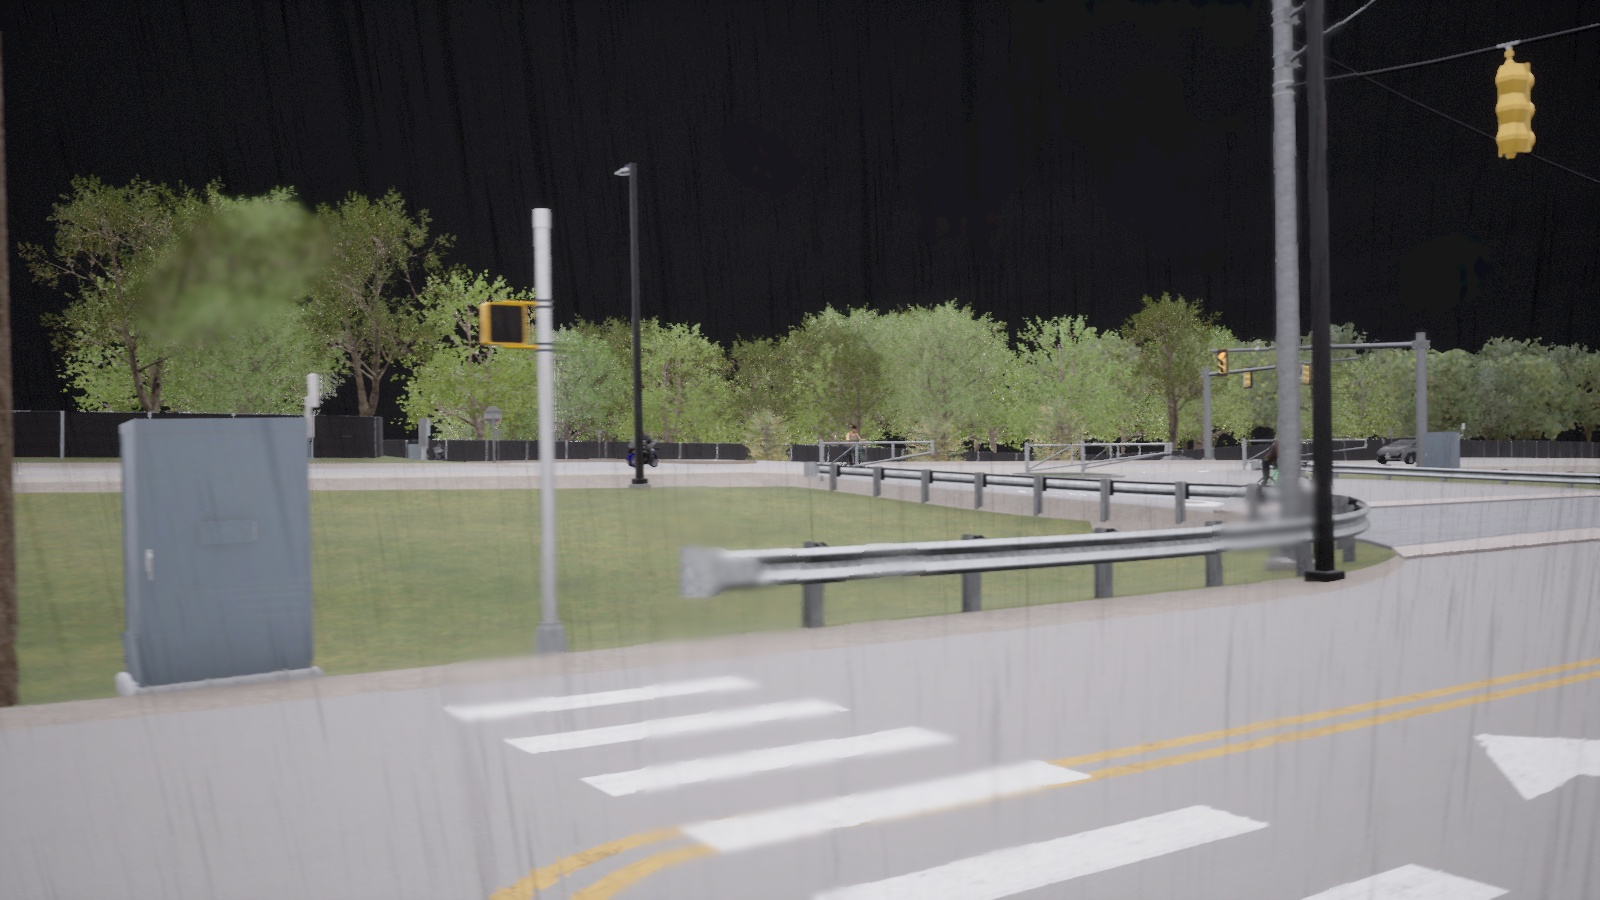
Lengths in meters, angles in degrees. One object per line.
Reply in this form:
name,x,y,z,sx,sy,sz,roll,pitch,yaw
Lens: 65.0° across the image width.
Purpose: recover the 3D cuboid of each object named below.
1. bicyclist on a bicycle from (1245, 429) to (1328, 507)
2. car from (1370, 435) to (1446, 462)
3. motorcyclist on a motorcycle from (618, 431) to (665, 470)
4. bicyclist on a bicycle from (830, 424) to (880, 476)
bicyclist on a bicycle,10.577,0.409,27.377,0.582,1.620,1.656,0,-3,-27
car,36.006,-0.096,74.343,4.514,1.525,2.007,0,0,-34
motorcyclist on a motorcycle,-6.412,0.034,50.925,0.866,1.530,2.191,-2,-1,23
bicyclist on a bicycle,1.766,-0.022,40.668,0.866,1.612,1.509,-1,2,-34
